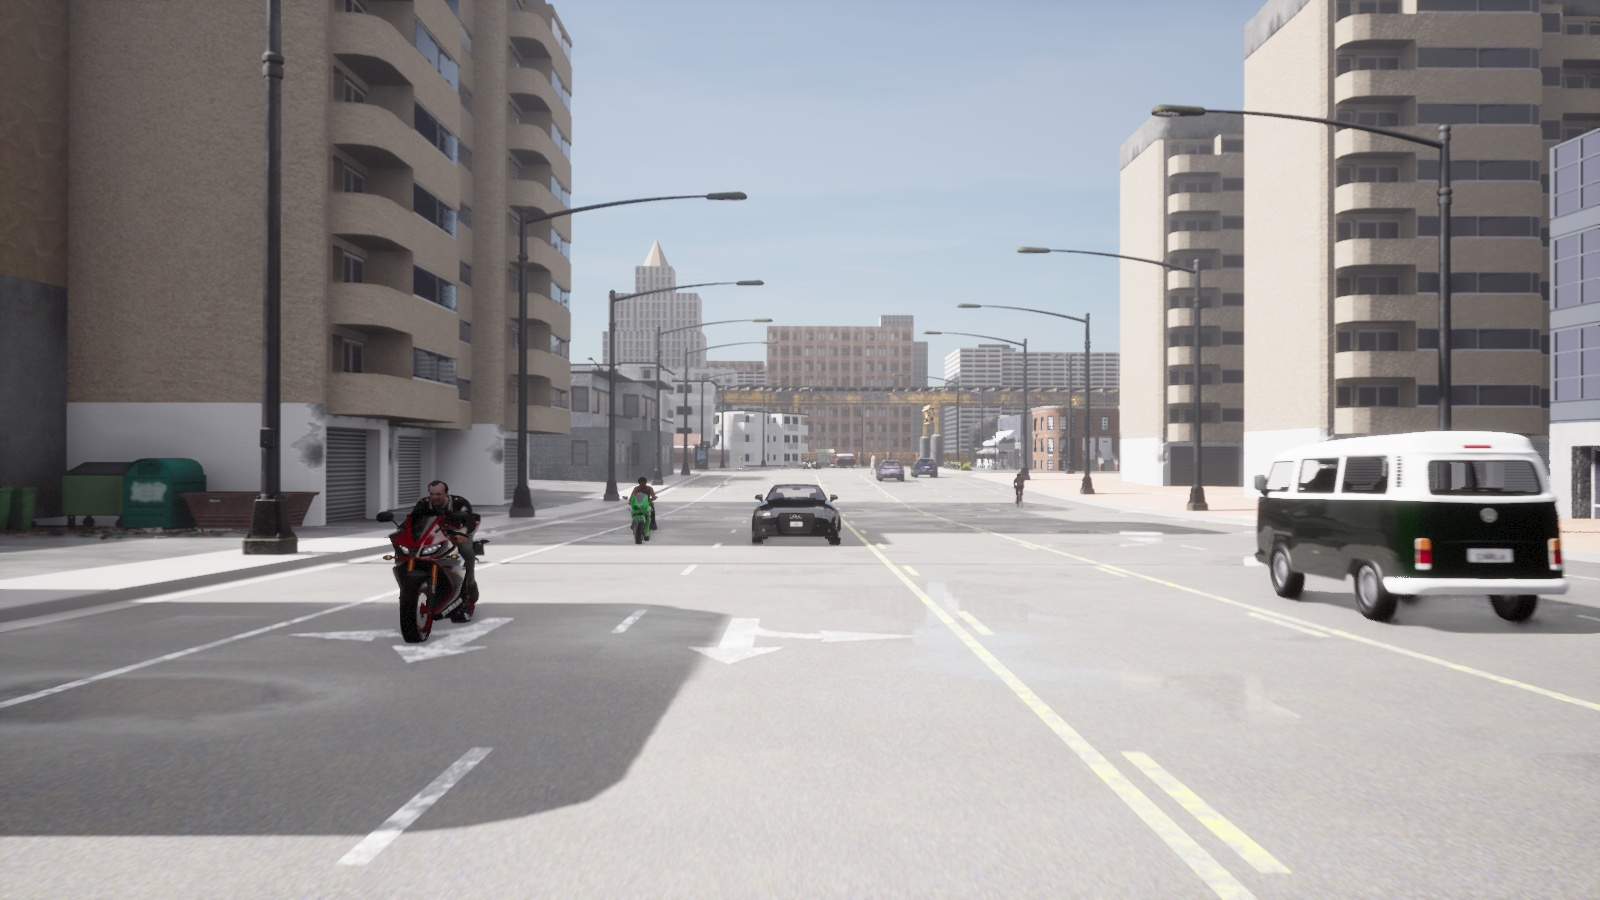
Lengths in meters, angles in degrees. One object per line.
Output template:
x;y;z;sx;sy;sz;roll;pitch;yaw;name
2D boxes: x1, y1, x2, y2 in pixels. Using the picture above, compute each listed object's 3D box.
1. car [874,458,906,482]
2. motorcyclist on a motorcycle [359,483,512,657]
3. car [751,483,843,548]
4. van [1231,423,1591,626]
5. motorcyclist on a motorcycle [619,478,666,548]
6.762;1.458;94.565;2.033;1.649;4.856;0;1;0;car
-3.530;1.105;12.388;0.866;1.530;2.191;-1;-1;0;motorcyclist on a motorcycle
-0.073;1.484;29.441;1.994;1.385;4.181;0;-1;0;car
6.961;0.800;14.962;2.069;2.038;4.480;0;-1;0;van
-3.571;1.402;28.632;0.797;1.523;2.044;0;-1;0;motorcyclist on a motorcycle
